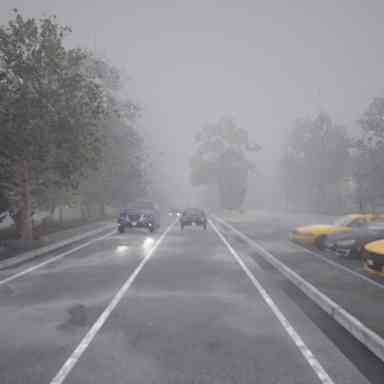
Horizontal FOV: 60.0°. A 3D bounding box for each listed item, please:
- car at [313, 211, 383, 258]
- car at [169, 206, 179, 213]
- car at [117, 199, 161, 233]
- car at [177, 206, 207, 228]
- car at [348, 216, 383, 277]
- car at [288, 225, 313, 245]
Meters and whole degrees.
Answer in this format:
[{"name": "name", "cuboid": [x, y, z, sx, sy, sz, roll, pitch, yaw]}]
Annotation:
[{"name": "car", "cuboid": [7.097, 1.566, 11.356, 4.892, 1.521, 2.231, 0, -1, 0]}, {"name": "car", "cuboid": [-3.234, 3.392, 63.273, 1.895, 1.301, 4.718, 0, -3, 1]}, {"name": "car", "cuboid": [-3.337, 1.513, 21.976, 2.150, 2.045, 5.566, 0, -1, 0]}, {"name": "car", "cuboid": [0.116, 1.961, 24.936, 1.895, 1.301, 4.718, 0, -1, 0]}, {"name": "car", "cuboid": [7.095, 1.536, 8.584, 5.008, 1.535, 2.097, 0, 0, 0]}, {"name": "car", "cuboid": [6.909, 1.599, 14.125, 5.366, 1.575, 1.946, 0, -1, 0]}]
